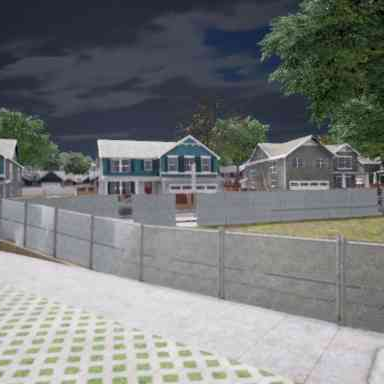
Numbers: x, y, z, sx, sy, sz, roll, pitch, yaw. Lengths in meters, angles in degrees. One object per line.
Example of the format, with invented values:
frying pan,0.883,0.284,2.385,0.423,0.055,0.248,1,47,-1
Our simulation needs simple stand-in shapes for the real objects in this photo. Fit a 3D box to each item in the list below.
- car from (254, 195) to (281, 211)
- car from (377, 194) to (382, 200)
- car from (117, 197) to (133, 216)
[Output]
car,5.840,0.759,26.142,5.357,1.411,2.033,-1,0,-17
car,18.513,0.380,29.767,4.892,1.490,1.837,-3,0,-15
car,-4.194,1.039,22.934,4.181,1.385,1.994,-2,0,-18
